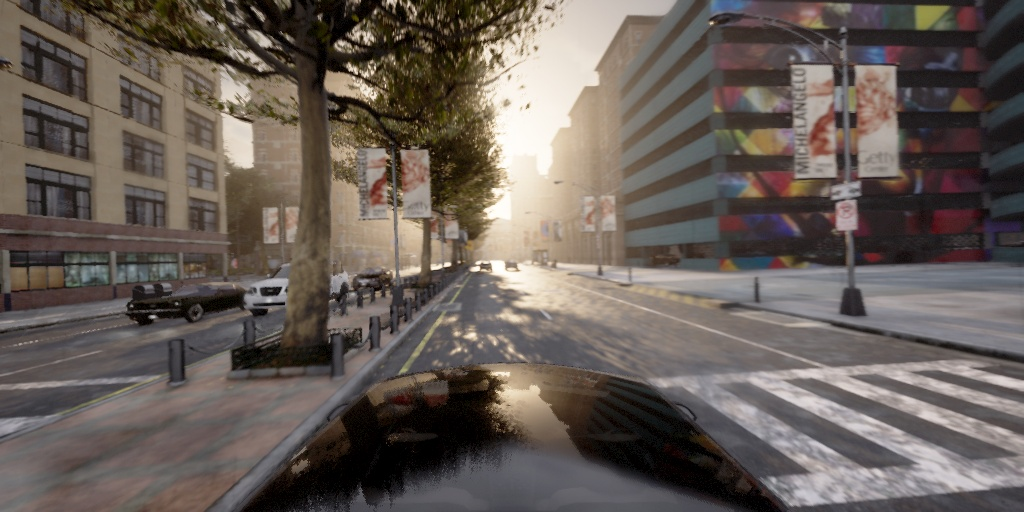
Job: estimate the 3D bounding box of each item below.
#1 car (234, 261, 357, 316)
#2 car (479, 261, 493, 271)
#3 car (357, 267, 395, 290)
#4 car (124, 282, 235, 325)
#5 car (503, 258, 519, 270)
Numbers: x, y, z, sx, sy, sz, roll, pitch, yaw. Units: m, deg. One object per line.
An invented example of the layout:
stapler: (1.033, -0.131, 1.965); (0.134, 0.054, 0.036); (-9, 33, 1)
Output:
car: (-9.076, 1.276, 15.817); (2.150, 2.045, 5.566); (-2, 0, -4)
car: (-3.710, 1.403, 51.568); (1.994, 1.385, 4.181); (-2, 0, -4)
car: (-9.824, 1.565, 25.737); (2.128, 1.511, 4.902); (-2, 0, -4)
car: (-12.466, 1.775, 14.464); (1.895, 1.301, 4.718); (-2, 0, -4)
car: (-0.194, 1.242, 51.394); (1.812, 1.442, 4.674); (-2, 0, -5)
